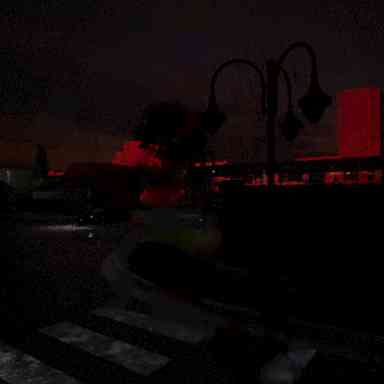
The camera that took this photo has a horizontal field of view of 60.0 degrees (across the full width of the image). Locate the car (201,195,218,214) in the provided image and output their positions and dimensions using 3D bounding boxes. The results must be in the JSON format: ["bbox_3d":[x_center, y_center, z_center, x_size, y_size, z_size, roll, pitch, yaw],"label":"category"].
[{"bbox_3d":[3.258,1.430,40.411,2.150,2.045,5.566,0,0,35],"label":"car"}]

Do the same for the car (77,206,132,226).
[{"bbox_3d":[-6.802,1.822,26.376,1.812,1.442,4.674,0,0,35],"label":"car"}]
